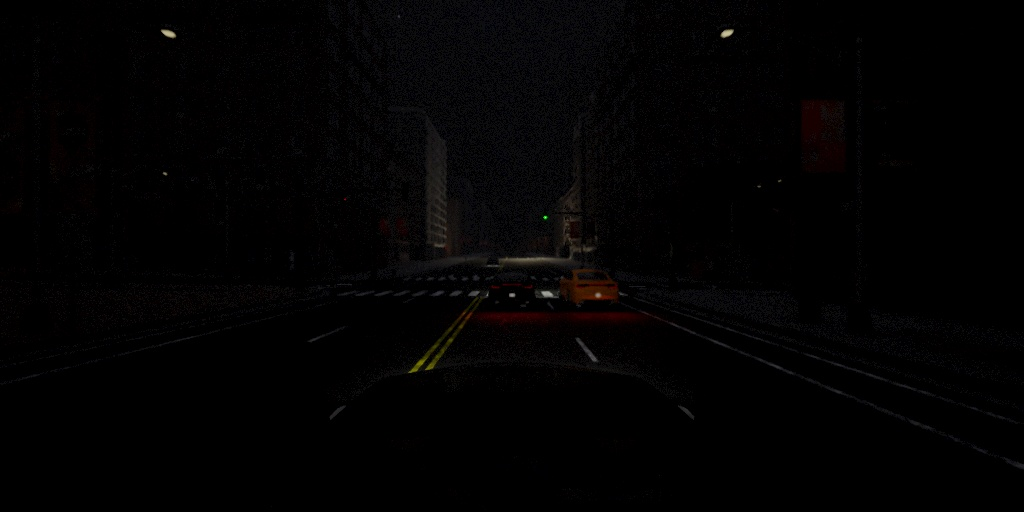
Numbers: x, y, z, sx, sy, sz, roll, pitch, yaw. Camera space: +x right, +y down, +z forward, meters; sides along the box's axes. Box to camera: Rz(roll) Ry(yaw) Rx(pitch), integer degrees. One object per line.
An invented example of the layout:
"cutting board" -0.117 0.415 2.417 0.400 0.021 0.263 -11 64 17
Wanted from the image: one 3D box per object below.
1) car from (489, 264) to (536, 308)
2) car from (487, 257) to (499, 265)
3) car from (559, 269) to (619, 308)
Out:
"car" 0.024 1.328 16.020 1.882 1.535 5.008 0 0 0
"car" -3.287 0.840 62.208 2.033 1.411 5.357 0 1 1
"car" 3.274 1.328 16.014 1.882 1.535 5.008 0 0 0
